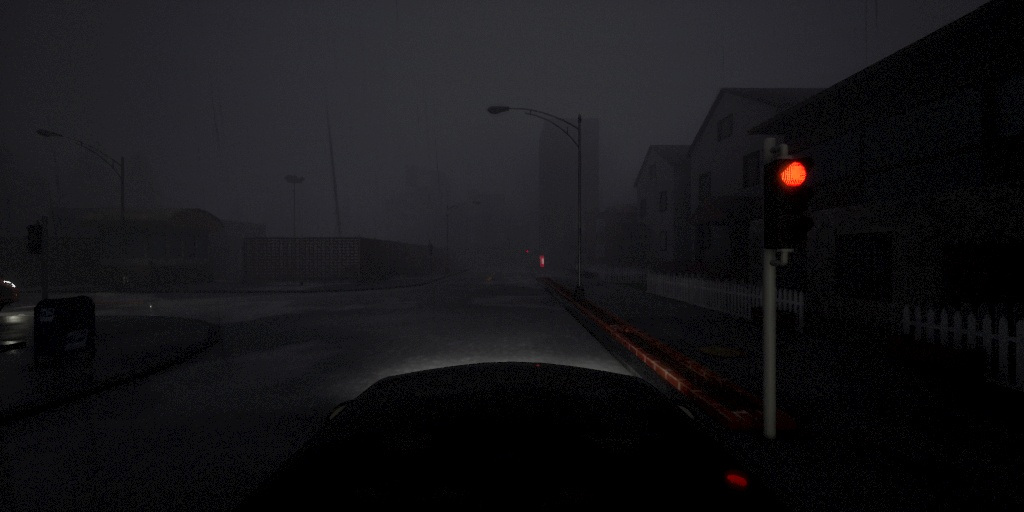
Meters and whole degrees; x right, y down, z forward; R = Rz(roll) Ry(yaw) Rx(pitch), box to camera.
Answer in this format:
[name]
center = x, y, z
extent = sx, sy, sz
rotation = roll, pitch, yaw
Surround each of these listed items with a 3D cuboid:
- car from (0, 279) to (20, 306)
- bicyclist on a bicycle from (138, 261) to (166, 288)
[car]
center = -21.594, 1.102, 13.299
extent = 4.553, 1.767, 2.097
rotation = 0, 0, 0
[bicyclist on a bicycle]
center = -21.746, 1.099, 21.692
extent = 0.582, 1.620, 1.656
rotation = 0, 0, 0
